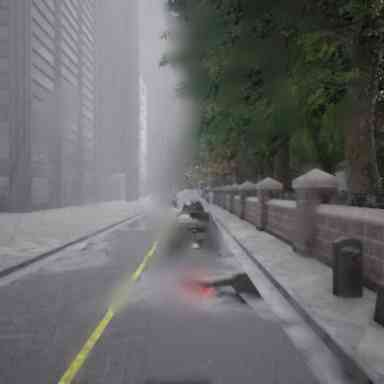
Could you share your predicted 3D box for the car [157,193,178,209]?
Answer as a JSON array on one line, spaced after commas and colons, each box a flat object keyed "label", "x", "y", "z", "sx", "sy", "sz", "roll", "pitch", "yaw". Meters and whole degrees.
[{"label": "car", "x": -3.101, "y": 1.152, "z": 45.103, "sx": 2.150, "sy": 2.045, "sz": 5.566, "roll": 0, "pitch": 0, "yaw": 0}]

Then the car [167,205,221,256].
[{"label": "car", "x": 0.082, "y": 1.483, "z": 13.029, "sx": 1.837, "sy": 1.490, "sz": 4.892, "roll": 0, "pitch": 0, "yaw": 0}]

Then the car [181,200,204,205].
[{"label": "car", "x": 0.079, "y": 1.429, "z": 29.734, "sx": 1.882, "sy": 1.535, "sz": 5.008, "roll": 0, "pitch": 0, "yaw": 0}]
